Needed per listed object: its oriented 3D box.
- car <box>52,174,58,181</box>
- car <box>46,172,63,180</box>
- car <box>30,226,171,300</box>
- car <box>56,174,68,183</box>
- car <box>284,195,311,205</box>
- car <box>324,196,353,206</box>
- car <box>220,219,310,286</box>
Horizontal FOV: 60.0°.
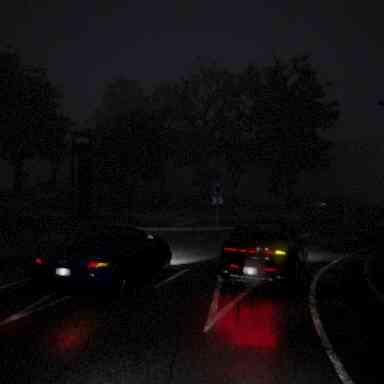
[{"bbox_3d":[-33.090,-3.297,86.555,2.002,1.452,4.674,7,6,28],"label":"car"},{"bbox_3d":[-35.181,-3.672,88.654,1.946,1.575,5.366,7,6,28],"label":"car"},{"bbox_3d":[-2.033,1.558,8.570,1.994,1.385,4.181,0,0,16],"label":"car"},{"bbox_3d":[-31.093,-2.997,84.279,2.231,1.521,4.892,7,5,28],"label":"car"},{"bbox_3d":[16.027,1.112,50.632,1.812,1.442,4.674,-1,1,-23],"label":"car"},{"bbox_3d":[20.624,1.230,46.945,1.994,1.385,4.181,0,1,-15],"label":"car"},{"bbox_3d":[2.231,1.554,9.645,1.837,1.490,4.892,1,-1,23],"label":"car"}]
